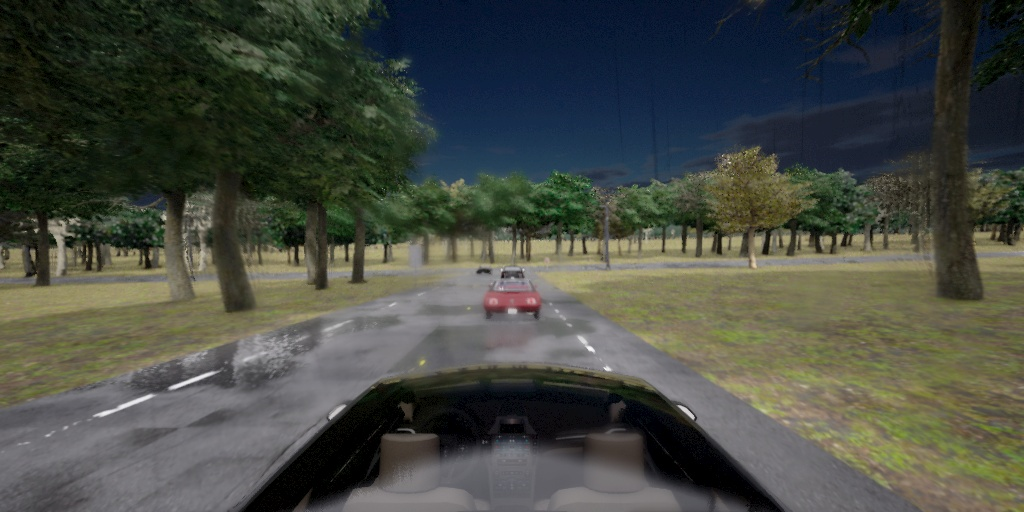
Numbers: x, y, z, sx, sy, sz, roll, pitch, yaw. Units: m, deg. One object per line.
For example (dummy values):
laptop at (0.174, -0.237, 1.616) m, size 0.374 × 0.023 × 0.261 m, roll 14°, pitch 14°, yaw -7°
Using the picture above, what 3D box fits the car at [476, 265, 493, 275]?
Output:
car at (-3.549, 1.820, 46.610) m, size 1.895 × 1.301 × 4.718 m, roll 0°, pitch -1°, yaw 1°

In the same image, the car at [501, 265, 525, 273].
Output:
car at (0.050, 1.533, 30.297) m, size 1.882 × 1.535 × 5.008 m, roll 0°, pitch 0°, yaw 0°

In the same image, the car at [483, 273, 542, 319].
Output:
car at (0.040, 1.484, 13.501) m, size 1.895 × 1.301 × 4.718 m, roll 0°, pitch -1°, yaw 1°
